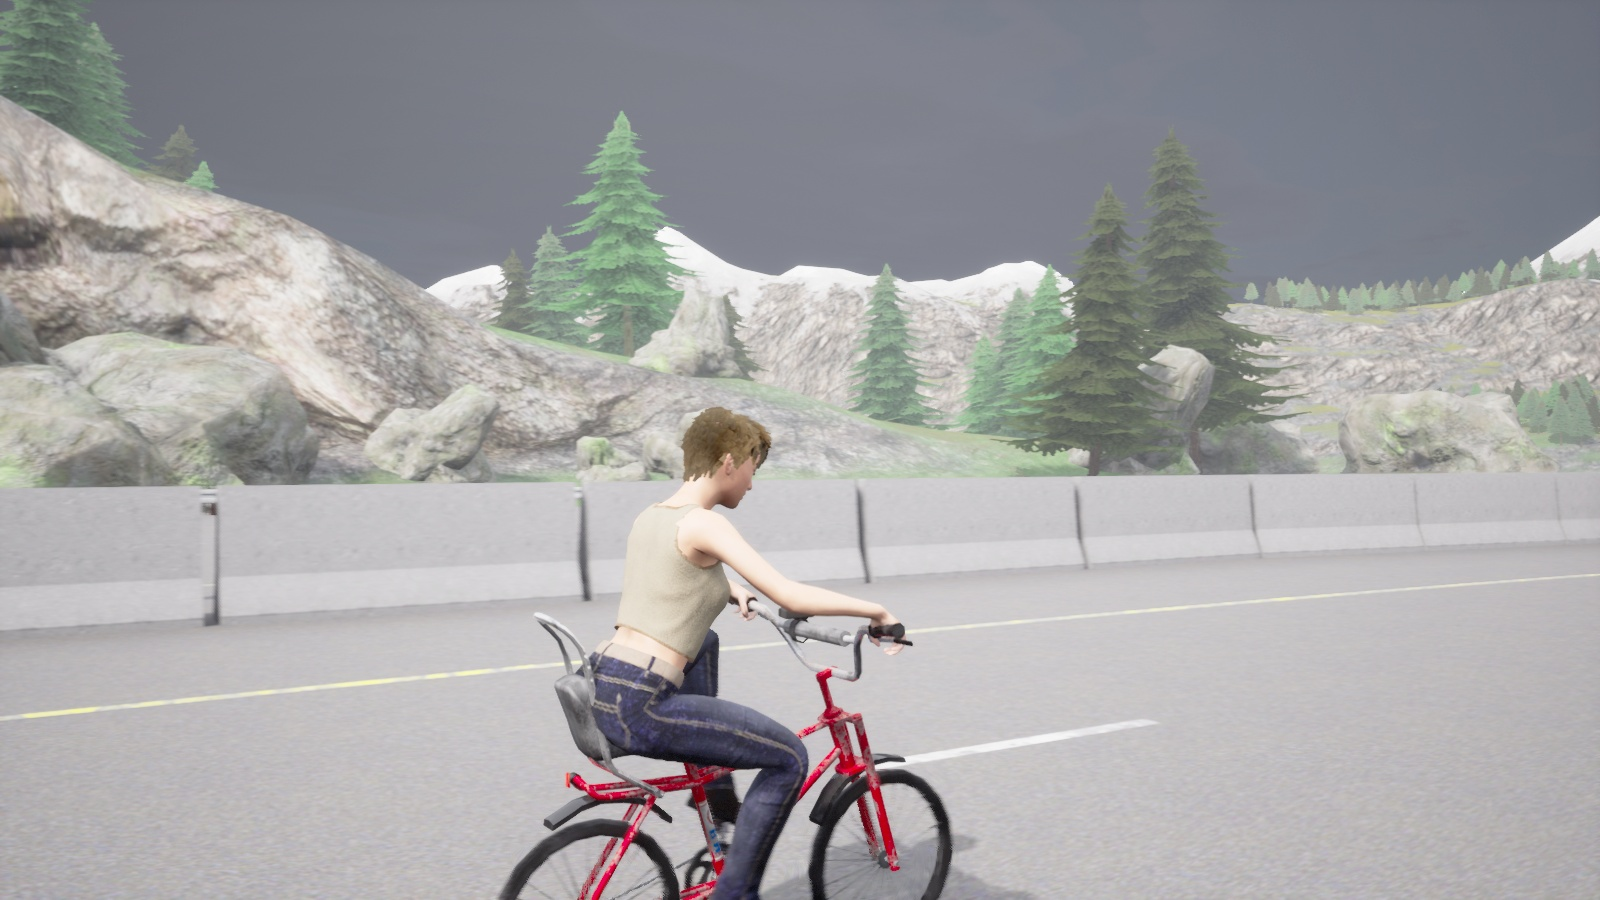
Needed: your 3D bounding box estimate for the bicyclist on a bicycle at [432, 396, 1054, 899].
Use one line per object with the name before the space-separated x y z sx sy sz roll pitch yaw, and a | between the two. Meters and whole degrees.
bicyclist on a bicycle | -0.146 0.689 3.519 1.509 1.612 0.866 0 0 -34
